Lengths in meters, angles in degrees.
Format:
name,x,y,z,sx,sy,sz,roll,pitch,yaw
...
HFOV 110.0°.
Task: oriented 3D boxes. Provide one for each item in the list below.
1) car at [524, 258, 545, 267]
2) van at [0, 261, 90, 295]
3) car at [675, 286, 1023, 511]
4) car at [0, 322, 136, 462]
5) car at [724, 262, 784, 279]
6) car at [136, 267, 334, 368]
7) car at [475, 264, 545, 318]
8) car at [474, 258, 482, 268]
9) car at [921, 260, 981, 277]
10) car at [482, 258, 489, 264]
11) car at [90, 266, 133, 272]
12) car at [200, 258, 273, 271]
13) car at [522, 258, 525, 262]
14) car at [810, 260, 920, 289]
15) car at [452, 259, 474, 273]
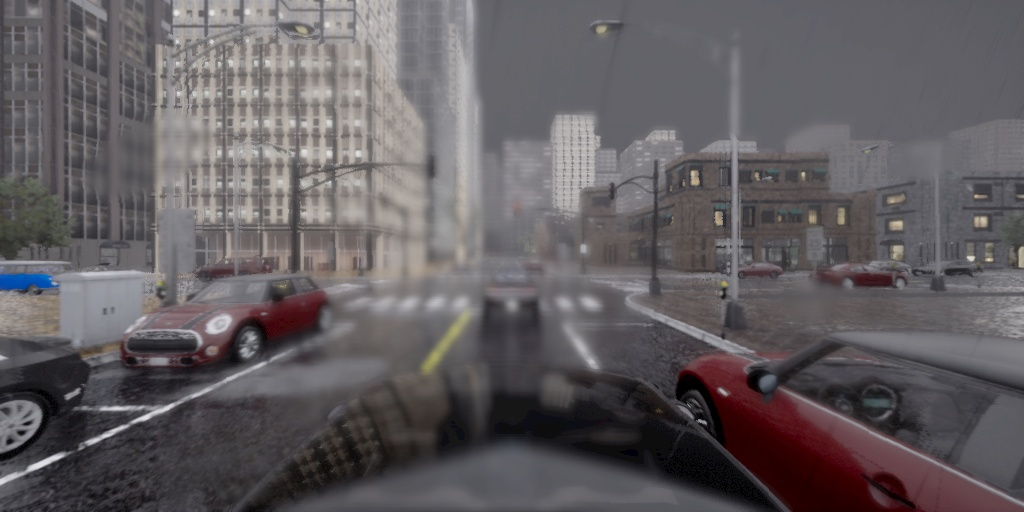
name,x,y,z,sx,sy,sz,roll,pitch,yaw
car,2.710,1.152,40.242,1.888,1.381,4.507,0,0,0
van,-25.706,1.181,19.143,3.998,1.789,1.690,0,0,-1
car,2.691,1.188,2.237,1.967,1.591,4.097,0,0,0
car,-5.690,1.299,2.242,2.007,1.370,4.403,0,0,0
car,18.961,1.097,28.175,4.207,1.307,1.802,0,0,-1
car,-5.687,1.166,7.779,1.967,1.591,4.097,0,0,0
car,-0.080,1.198,12.733,2.128,1.511,4.902,0,0,-2
car,-5.666,1.096,51.158,1.751,1.417,4.829,0,0,0
car,34.349,0.975,28.399,4.313,1.339,1.948,0,0,-1
car,-5.660,1.085,62.410,2.007,1.370,4.403,0,0,0
car,-31.519,1.408,27.440,4.403,1.370,2.007,0,0,-1
car,-21.109,1.102,27.591,5.009,1.841,2.192,0,0,-1
car,2.715,1.152,51.325,1.802,1.307,4.207,0,0,0
car,19.083,1.081,19.795,4.507,1.381,1.888,0,0,-1
car,-5.672,1.189,40.247,1.802,1.307,4.207,0,0,0
